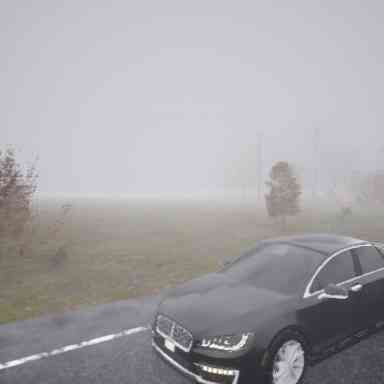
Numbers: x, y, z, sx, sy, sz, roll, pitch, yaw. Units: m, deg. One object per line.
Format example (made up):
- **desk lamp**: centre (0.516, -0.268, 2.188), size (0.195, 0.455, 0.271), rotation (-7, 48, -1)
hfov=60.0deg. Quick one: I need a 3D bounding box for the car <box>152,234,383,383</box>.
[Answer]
- **car**: centre (1.736, 1.482, 5.177), size (4.892, 1.490, 1.837), rotation (0, 0, -35)
